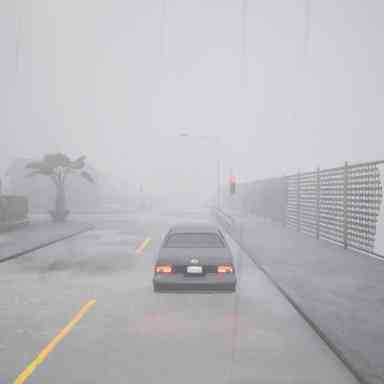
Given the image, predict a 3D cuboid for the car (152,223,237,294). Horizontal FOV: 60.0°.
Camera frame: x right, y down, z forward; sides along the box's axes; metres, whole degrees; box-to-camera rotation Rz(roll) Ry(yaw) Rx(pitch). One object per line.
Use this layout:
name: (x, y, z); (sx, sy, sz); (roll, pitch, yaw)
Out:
car: (0.073, 1.547, 8.955); (2.033, 1.411, 5.357); (0, 0, 1)

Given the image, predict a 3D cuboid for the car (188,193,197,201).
car: (0.090, 1.225, 87.059); (2.150, 2.045, 5.566); (0, 0, 0)
